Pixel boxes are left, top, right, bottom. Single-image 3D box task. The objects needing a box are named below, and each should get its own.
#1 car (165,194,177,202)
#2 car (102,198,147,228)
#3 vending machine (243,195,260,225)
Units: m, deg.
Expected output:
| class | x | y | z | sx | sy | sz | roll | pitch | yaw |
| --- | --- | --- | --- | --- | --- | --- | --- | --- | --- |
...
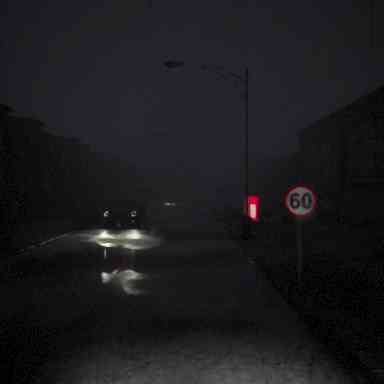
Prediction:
| class | x | y | z | sx | sy | sz | roll | pitch | yaw |
| --- | --- | --- | --- | --- | --- | --- | --- | --- | --- |
| car | -3.926 | 1.128 | 63.224 | 2.128 | 1.511 | 4.902 | 0 | 0 | 1 |
| car | -4.097 | 1.233 | 20.842 | 2.097 | 1.767 | 4.553 | 0 | 0 | 0 |
| vending machine | 4.300 | 1.278 | 24.155 | 1.100 | 2.100 | 0.880 | 0 | 0 | 0 |
